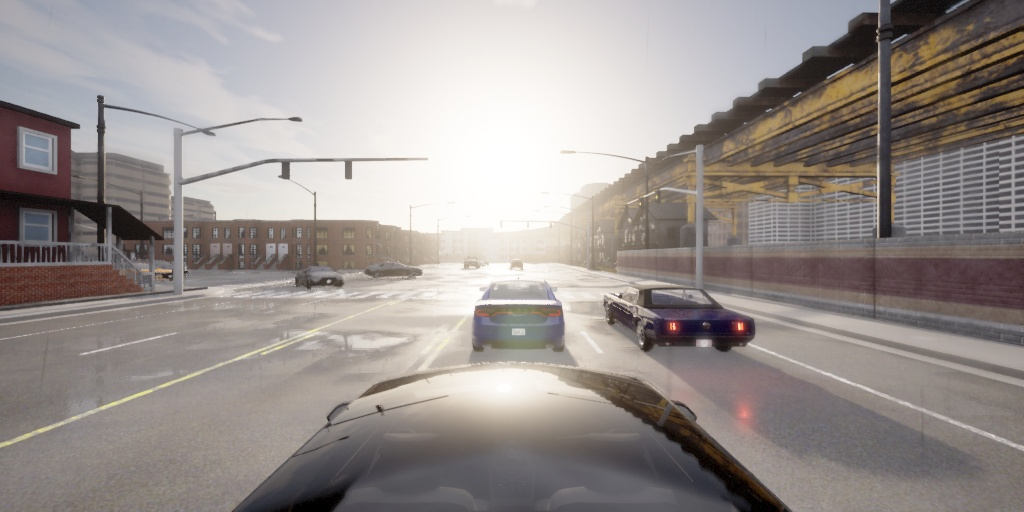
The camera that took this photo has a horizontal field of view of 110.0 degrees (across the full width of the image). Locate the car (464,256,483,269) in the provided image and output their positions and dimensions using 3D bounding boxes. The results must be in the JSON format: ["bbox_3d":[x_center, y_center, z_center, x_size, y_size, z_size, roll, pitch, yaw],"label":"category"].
[{"bbox_3d":[-6.348,0.965,57.603,2.150,2.045,5.566,0,0,1],"label":"car"}]

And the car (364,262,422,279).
[{"bbox_3d":[-10.480,1.238,31.787,4.902,1.511,2.128,0,0,-22],"label":"car"}]

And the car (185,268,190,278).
[{"bbox_3d":[-29.790,1.099,29.965,4.553,1.767,2.097,0,0,1],"label":"car"}]

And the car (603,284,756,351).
[{"bbox_3d":[3.658,1.350,8.953,1.895,1.301,4.718,0,0,1],"label":"car"}]

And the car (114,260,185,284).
[{"bbox_3d":[-27.659,1.225,26.431,5.008,1.535,1.882,0,0,1],"label":"car"}]

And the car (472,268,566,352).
[{"bbox_3d":[0.159,1.227,8.994,1.882,1.535,5.008,0,0,1],"label":"car"}]

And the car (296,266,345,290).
[{"bbox_3d":[-12.115,1.311,22.576,1.994,1.385,4.181,1,0,-43],"label":"car"}]

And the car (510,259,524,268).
[{"bbox_3d":[0.716,1.249,54.767,1.837,1.490,4.892,0,0,2],"label":"car"}]
